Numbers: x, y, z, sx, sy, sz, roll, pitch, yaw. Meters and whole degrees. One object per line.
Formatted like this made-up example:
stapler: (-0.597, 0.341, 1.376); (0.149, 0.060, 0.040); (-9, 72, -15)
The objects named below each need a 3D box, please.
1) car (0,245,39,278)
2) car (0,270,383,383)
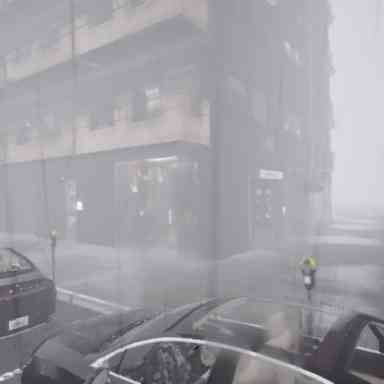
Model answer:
car: (-4.163, 1.581, 5.856); (4.403, 1.369, 2.008); (0, -1, 36)
car: (0.370, 1.556, 2.624); (4.403, 1.369, 2.008); (0, -1, 35)
